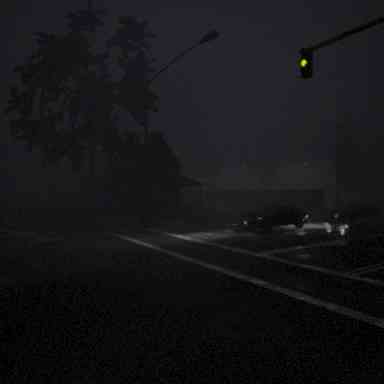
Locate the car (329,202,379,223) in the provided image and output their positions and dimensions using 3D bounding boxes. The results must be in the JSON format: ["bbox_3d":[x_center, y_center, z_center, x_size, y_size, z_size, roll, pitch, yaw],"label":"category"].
[{"bbox_3d":[12.570,1.510,25.761,4.902,1.511,2.128,0,0,-35],"label":"car"}]

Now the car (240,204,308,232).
[{"bbox_3d":[5.061,1.503,20.407,4.902,1.511,2.128,0,0,-35],"label":"car"}]
